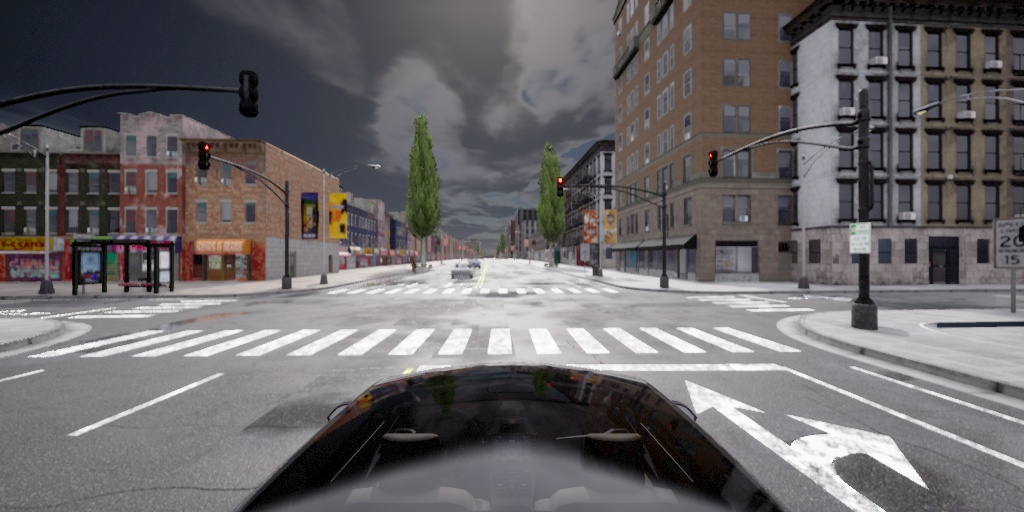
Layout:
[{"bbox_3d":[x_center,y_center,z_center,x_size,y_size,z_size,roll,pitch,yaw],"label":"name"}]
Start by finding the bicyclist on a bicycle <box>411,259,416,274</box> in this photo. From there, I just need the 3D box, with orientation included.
[{"bbox_3d":[-10.656,1.174,38.883,0.582,1.620,1.656,0,0,-2],"label":"bicyclist on a bicycle"}]

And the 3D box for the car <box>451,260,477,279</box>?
[{"bbox_3d":[-4.436,1.325,32.538,1.895,1.301,4.718,0,0,-3],"label":"car"}]

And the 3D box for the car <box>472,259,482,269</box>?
[{"bbox_3d":[-5.757,1.243,54.997,1.812,1.442,4.674,0,0,-3],"label":"car"}]
